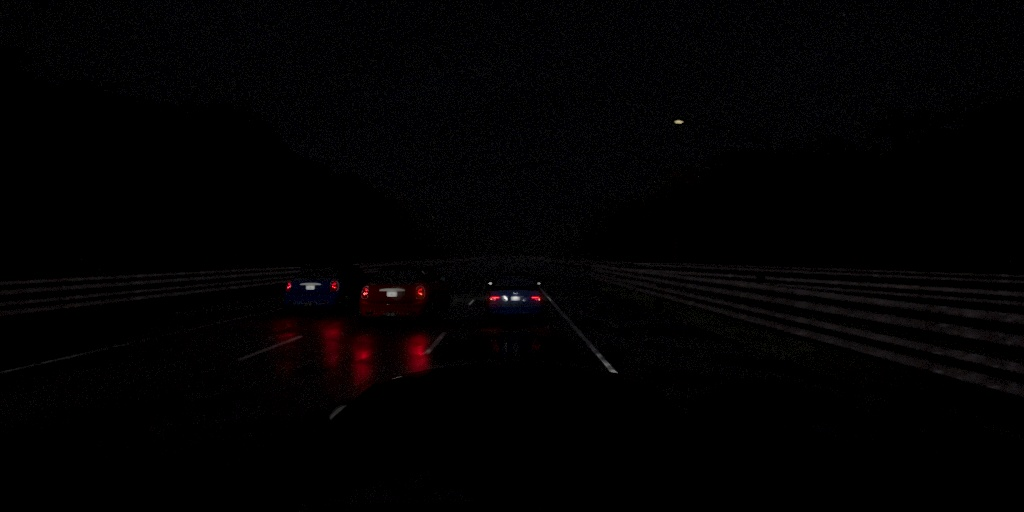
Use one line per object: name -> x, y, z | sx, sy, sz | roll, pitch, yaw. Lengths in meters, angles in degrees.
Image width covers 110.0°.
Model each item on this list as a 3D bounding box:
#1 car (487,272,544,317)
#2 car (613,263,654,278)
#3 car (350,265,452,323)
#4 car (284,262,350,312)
car -> 0.102, 1.297, 13.052 | 2.033, 1.411, 5.357 | 0, 0, 0
car -> 10.493, 1.323, 30.725 | 2.163, 1.488, 4.792 | 0, 0, -12
car -> -3.399, 1.101, 12.285 | 2.097, 1.767, 4.553 | 0, 0, 0
car -> -6.899, 1.101, 14.405 | 2.097, 1.767, 4.553 | 0, 0, 0
